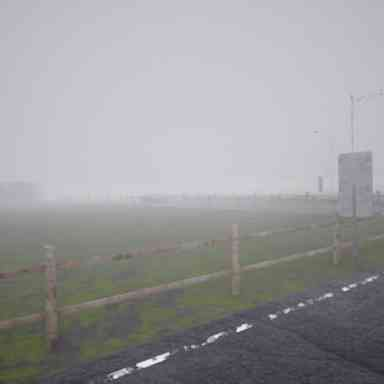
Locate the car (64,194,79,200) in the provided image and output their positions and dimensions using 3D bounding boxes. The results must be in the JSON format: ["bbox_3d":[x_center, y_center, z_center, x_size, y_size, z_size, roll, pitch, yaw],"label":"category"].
[{"bbox_3d":[-26.496,1.193,72.912,2.128,1.511,4.902,-2,1,-40],"label":"car"}]

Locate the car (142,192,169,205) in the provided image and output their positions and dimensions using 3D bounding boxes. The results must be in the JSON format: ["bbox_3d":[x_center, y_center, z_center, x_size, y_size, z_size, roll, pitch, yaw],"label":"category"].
[{"bbox_3d":[-5.290,0.822,47.439,2.097,1.767,4.553,-2,1,-40],"label":"car"}]
